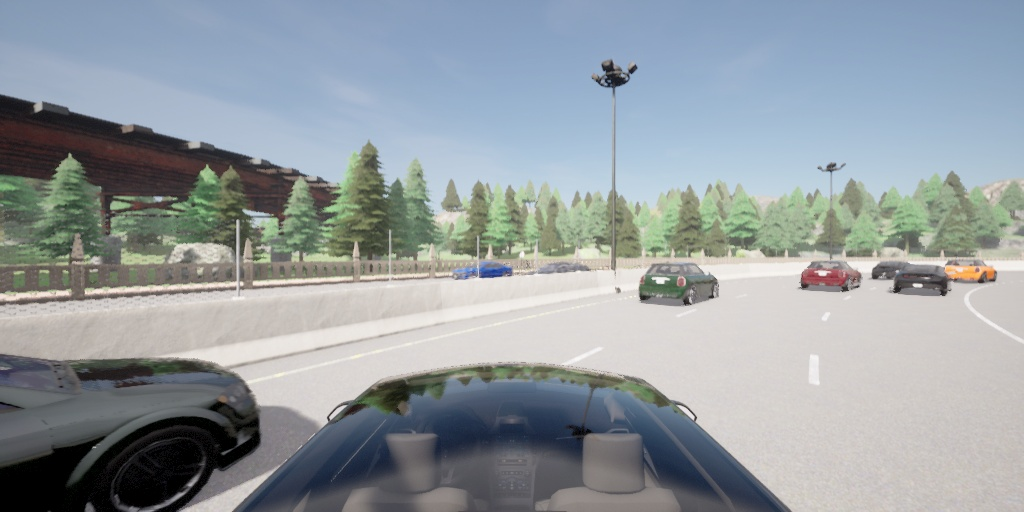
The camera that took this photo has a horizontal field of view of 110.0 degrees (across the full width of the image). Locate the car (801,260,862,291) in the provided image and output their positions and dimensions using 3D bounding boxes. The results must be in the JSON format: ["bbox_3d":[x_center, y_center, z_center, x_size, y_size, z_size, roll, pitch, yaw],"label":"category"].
[{"bbox_3d":[19.061,1.040,21.355,4.553,1.767,2.097,0,0,-38],"label":"car"}]

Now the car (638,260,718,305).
[{"bbox_3d":[7.509,1.057,16.004,2.097,1.767,4.553,0,0,45],"label":"car"}]

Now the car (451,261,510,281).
[{"bbox_3d":[-2.133,1.150,26.452,5.008,1.535,1.882,0,0,-44],"label":"car"}]

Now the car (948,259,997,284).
[{"bbox_3d":[33.561,1.026,26.400,4.553,1.767,2.097,0,0,-28],"label":"car"}]

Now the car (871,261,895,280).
[{"bbox_3d":[31.108,1.168,29.066,4.892,1.490,1.837,0,0,-28],"label":"car"}]

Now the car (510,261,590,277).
[{"bbox_3d":[2.545,1.181,21.257,4.902,1.511,2.128,0,0,-44],"label":"car"}]

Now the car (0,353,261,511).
[{"bbox_3d":[-4.170,1.312,2.265,1.994,1.385,4.181,0,0,35],"label":"car"}]

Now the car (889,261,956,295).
[{"bbox_3d":[22.246,1.201,19.391,4.892,1.490,1.837,-1,0,-37],"label":"car"}]
